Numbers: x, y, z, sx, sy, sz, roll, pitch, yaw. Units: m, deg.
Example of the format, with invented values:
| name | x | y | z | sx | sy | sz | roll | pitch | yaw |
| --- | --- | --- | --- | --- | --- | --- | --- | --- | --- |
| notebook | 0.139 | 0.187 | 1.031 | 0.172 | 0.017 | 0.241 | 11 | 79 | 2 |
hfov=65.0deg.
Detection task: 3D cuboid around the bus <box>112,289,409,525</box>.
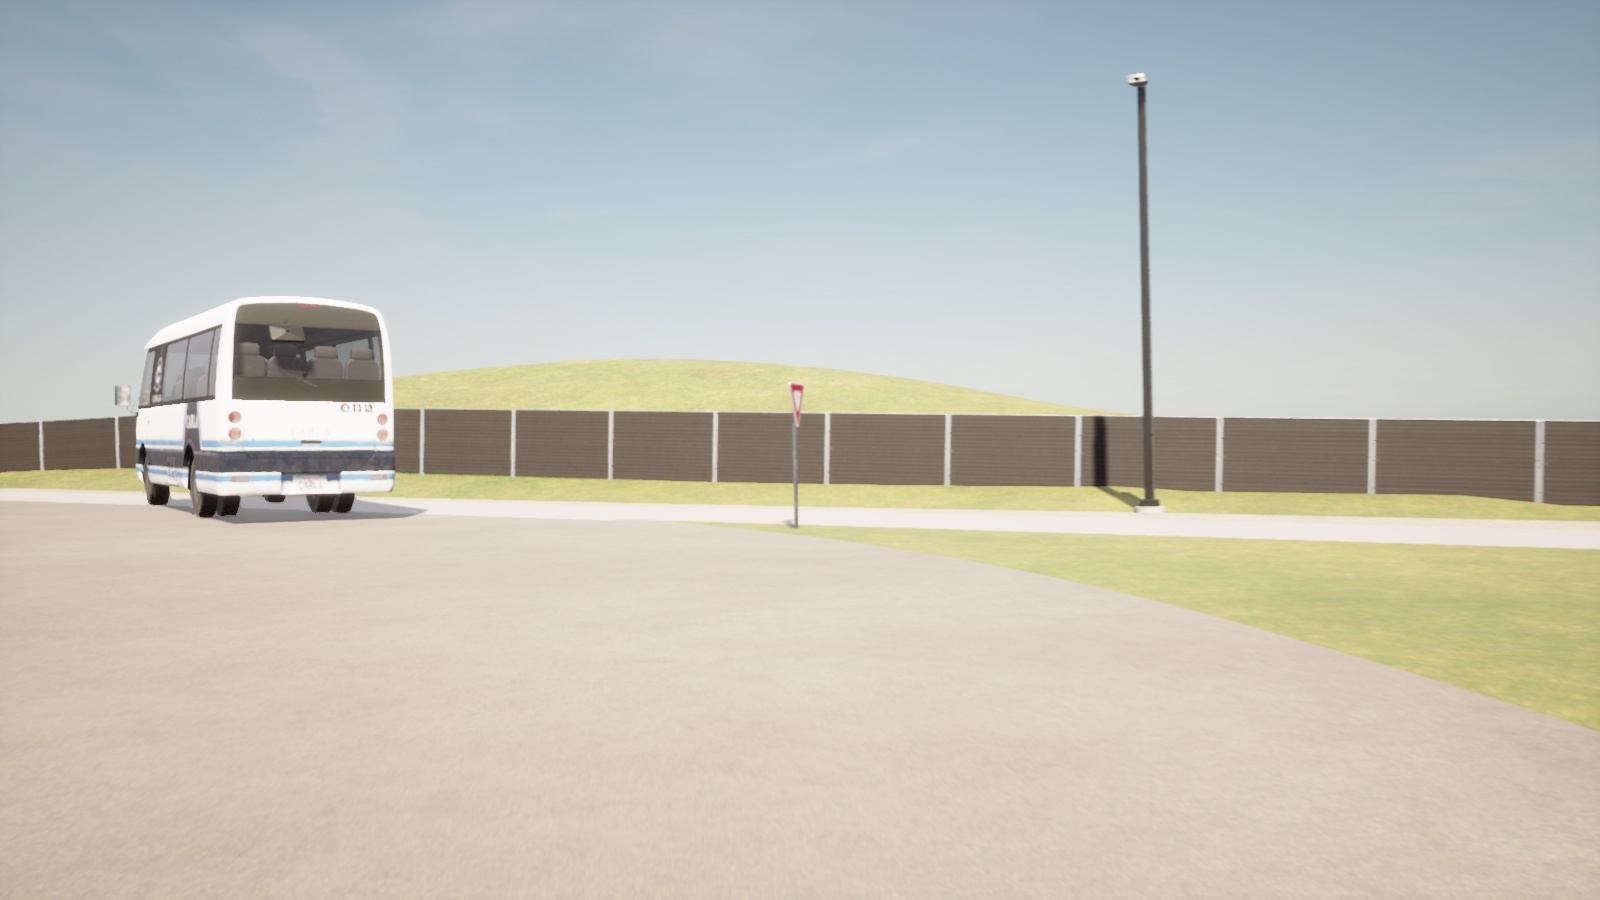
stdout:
| name | x | y | z | sx | sy | sz | roll | pitch | yaw |
| --- | --- | --- | --- | --- | --- | --- | --- | --- | --- |
| bus | -12.373 | -0.817 | 27.971 | 3.944 | 4.253 | 10.273 | 0 | 0 | -36 |
